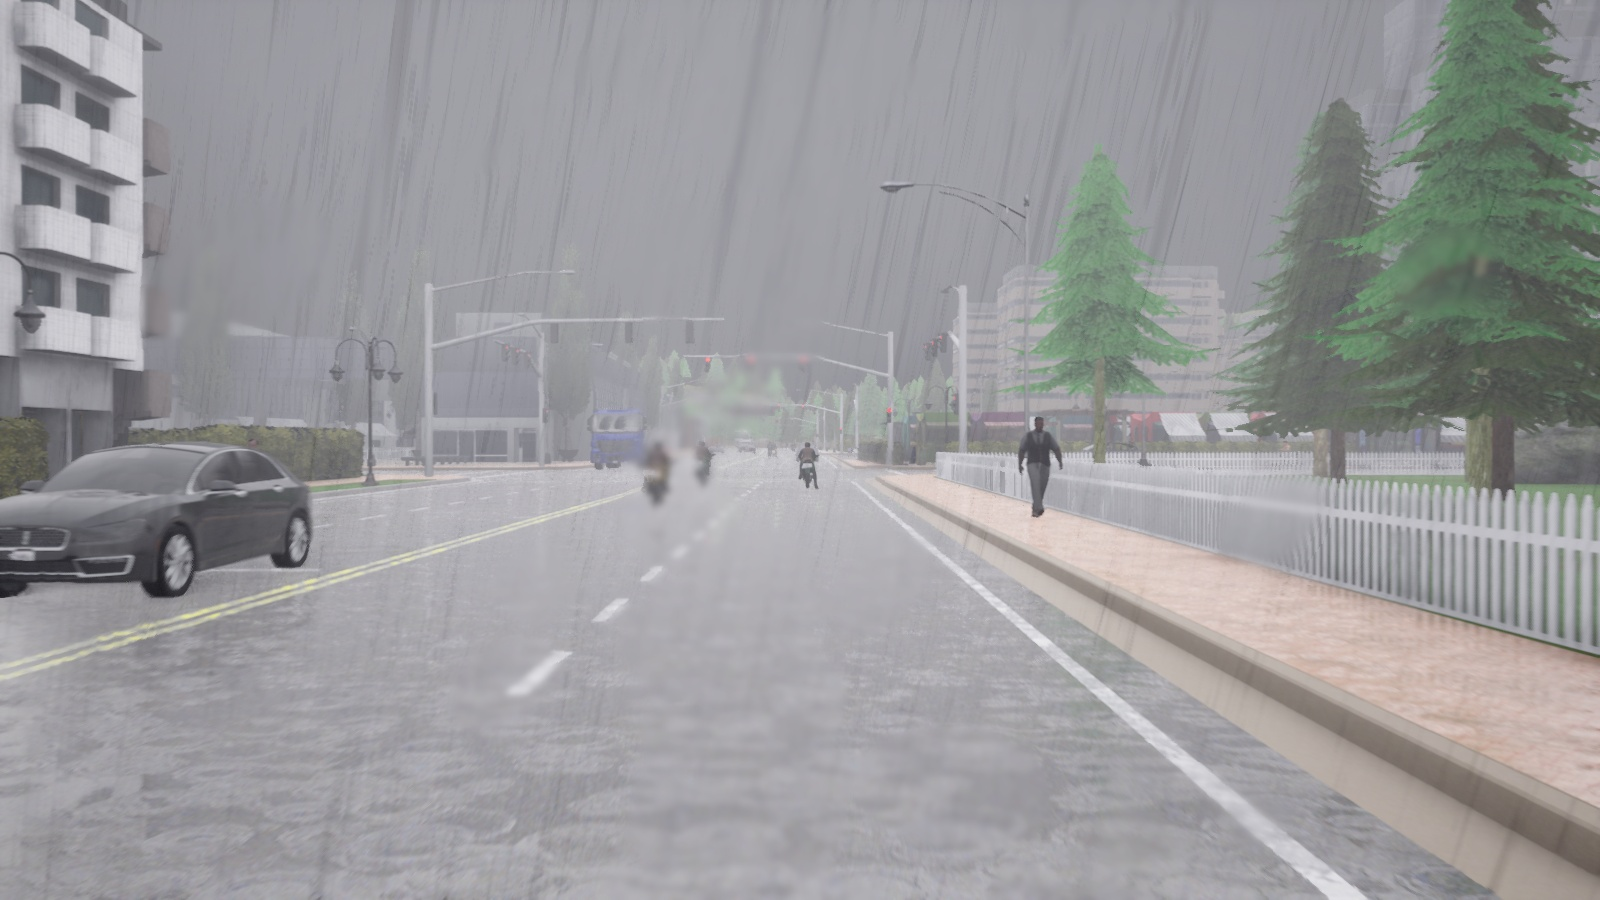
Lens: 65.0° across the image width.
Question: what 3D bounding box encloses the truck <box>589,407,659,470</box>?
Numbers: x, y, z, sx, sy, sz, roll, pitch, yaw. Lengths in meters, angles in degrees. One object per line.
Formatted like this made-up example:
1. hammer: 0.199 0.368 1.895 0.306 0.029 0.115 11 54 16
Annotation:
1. truck: -10.075 -0.652 72.533 2.891 3.462 7.936 0 0 0

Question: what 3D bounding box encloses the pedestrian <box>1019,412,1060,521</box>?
1. pedestrian: 4.192 0.284 22.046 0.563 1.883 0.849 0 0 1

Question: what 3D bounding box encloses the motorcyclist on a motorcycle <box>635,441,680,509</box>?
1. motorcyclist on a motorcycle: -3.318 0.560 29.404 0.797 1.523 2.044 0 0 0

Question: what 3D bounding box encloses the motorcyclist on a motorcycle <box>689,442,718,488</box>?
1. motorcyclist on a motorcycle: -3.244 0.487 42.443 0.797 1.523 2.044 0 0 0

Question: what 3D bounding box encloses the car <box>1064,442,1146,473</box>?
1. car: 15.390 0.380 63.430 3.705 1.549 1.789 0 0 -1

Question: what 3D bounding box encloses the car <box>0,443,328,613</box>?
1. car: -6.908 0.670 13.455 1.837 1.490 4.892 0 0 0

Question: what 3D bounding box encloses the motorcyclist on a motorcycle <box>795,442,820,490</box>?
1. motorcyclist on a motorcycle: 0.247 0.499 40.796 0.797 1.523 2.044 0 0 0
